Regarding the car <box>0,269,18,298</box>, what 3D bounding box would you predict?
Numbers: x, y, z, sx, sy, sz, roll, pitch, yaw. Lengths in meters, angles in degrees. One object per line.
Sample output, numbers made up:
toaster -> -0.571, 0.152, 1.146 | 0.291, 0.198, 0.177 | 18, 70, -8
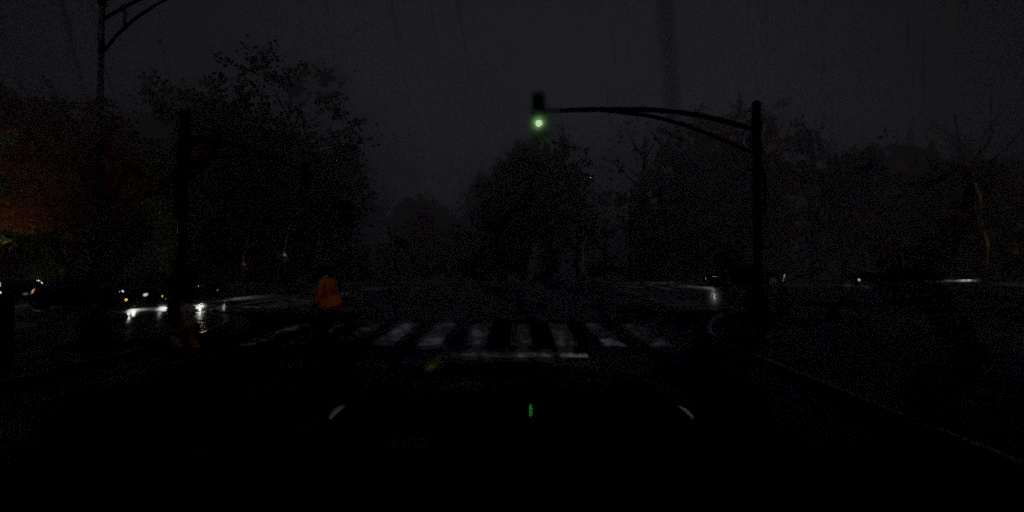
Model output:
car -> -27.488, 1.418, 18.701 | 4.553, 1.767, 2.097 | -1, -1, 2

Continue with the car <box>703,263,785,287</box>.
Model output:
car -> 15.445, 1.250, 24.037 | 4.892, 1.490, 1.837 | -1, -1, 2

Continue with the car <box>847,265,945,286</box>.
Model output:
car -> 25.230, 1.247, 23.726 | 4.718, 1.301, 1.895 | -1, -1, 2

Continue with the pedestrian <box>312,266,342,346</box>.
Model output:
pedestrian -> -4.056, 1.069, 7.894 | 0.375, 1.860, 0.375 | 1, -1, 1

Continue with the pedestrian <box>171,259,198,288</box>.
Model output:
pedestrian -> -7.848, 0.918, 8.529 | 0.375, 1.860, 0.375 | 1, -1, 1

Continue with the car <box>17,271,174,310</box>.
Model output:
car -> -17.378, 1.468, 15.124 | 4.181, 1.385, 1.994 | -1, -1, 2

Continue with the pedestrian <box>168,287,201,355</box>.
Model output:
pedestrian -> -6.616, 1.347, 7.310 | 0.375, 1.300, 0.375 | 1, -1, 1

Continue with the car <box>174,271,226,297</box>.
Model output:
car -> -17.412, 1.488, 18.382 | 4.674, 1.442, 1.812 | -1, -1, 0
